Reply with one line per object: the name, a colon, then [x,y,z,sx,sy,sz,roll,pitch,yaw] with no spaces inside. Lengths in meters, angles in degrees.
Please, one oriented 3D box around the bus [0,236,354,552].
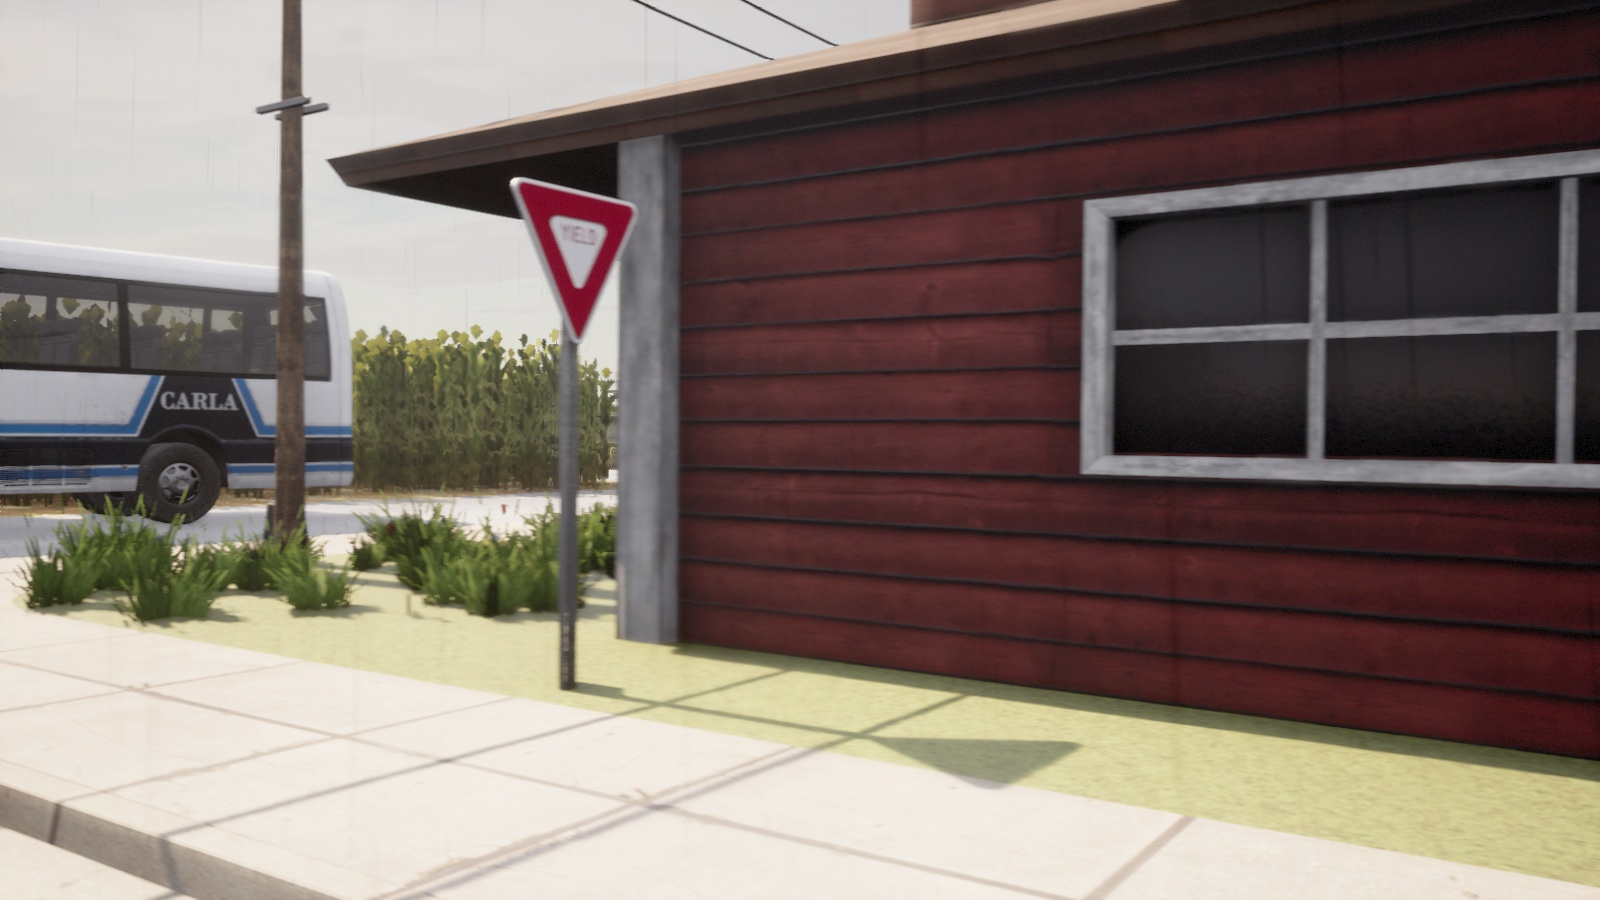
bus: [-12.270,-0.759,18.185,3.944,4.253,10.273,0,1,41]
